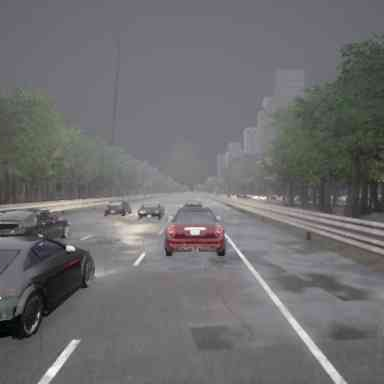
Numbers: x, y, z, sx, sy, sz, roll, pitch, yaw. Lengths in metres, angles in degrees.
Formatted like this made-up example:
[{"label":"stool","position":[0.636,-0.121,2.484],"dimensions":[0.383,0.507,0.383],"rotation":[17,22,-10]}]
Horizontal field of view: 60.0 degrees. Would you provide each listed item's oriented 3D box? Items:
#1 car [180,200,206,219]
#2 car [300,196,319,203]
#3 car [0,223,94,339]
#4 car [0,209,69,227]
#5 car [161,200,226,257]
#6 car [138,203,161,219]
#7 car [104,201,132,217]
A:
[{"label":"car","position":[0.107,1.496,30.126],"dimensions":[2.128,1.511,4.902],"rotation":[0,0,0]},{"label":"car","position":[27.121,1.701,76.573],"dimensions":[2.128,1.511,4.902],"rotation":[0,1,-44]},{"label":"car","position":[-3.401,1.568,6.570],"dimensions":[1.994,1.385,4.181],"rotation":[0,0,0]},{"label":"car","position":[-6.897,1.513,14.447],"dimensions":[1.837,1.490,4.892],"rotation":[0,0,0]},{"label":"car","position":[0.102,1.359,13.136],"dimensions":[2.097,1.767,4.553],"rotation":[0,0,0]},{"label":"car","position":[-3.394,1.607,28.620],"dimensions":[1.895,1.301,4.718],"rotation":[0,0,0]},{"label":"car","position":[-6.895,1.528,31.167],"dimensions":[1.812,1.442,4.674],"rotation":[0,0,0]}]
